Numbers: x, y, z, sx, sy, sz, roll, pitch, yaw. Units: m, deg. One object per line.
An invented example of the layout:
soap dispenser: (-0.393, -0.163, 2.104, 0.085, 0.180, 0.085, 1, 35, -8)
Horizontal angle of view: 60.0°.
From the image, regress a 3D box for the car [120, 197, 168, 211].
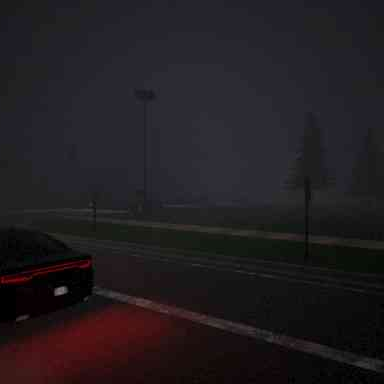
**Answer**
car: (-5.768, 1.547, 40.285, 2.033, 1.411, 5.357, 0, 0, 35)

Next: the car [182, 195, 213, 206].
car: (1.005, 1.477, 56.022, 1.882, 1.535, 5.008, 0, 0, 35)

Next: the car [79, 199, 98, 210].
car: (-11.846, 1.504, 43.806, 1.837, 1.490, 4.892, 0, 0, 35)

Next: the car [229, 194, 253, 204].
car: (9.580, 1.547, 62.102, 2.033, 1.411, 5.357, 0, 0, 36)

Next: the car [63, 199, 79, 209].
car: (-15.036, 1.600, 45.353, 1.895, 1.301, 4.718, 0, 0, 35)

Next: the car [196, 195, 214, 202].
car: (2.771, 1.405, 70.586, 1.994, 1.385, 4.181, 0, 0, 35)

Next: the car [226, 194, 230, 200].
car: (9.468, 1.224, 67.944, 1.812, 1.442, 4.674, 0, 0, 35)

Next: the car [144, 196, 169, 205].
car: (-6.128, 1.525, 58.038, 1.812, 1.442, 4.674, 0, 0, 35)

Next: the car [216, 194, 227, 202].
car: (6.830, 1.207, 70.278, 2.128, 1.511, 4.902, 0, 0, 35)

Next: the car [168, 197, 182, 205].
car: (-2.305, 1.547, 57.398, 2.033, 1.411, 5.357, 0, 0, 35)

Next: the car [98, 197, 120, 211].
car: (-9.056, 1.525, 41.691, 1.812, 1.442, 4.674, 0, 0, 35)

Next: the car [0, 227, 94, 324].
car: (-4.162, 1.477, 6.935, 5.008, 1.535, 1.882, 0, 0, 36)
